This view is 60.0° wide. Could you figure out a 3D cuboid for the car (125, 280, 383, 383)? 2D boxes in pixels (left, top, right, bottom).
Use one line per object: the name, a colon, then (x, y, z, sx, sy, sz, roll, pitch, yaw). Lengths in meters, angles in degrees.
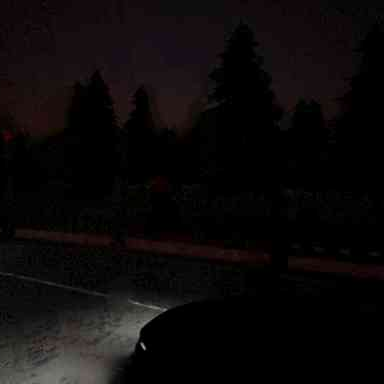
car: (1.533, 1.517, 2.702, 4.674, 1.442, 1.812, 0, 0, 35)
